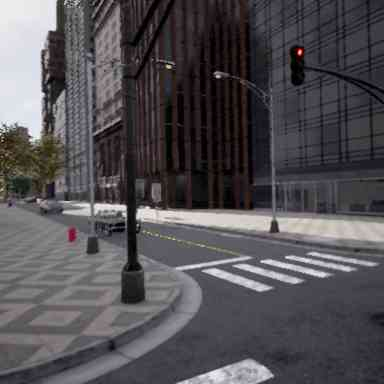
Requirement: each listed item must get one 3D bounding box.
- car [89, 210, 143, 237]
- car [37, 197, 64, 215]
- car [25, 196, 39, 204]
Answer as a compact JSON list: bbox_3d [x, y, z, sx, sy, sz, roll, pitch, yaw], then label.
[{"bbox_3d":[-4.589,1.775,19.670,1.895,1.301,4.718,-1,0,-31],"label":"car"},{"bbox_3d":[-16.799,1.710,39.801,2.097,1.767,4.553,-1,0,-31],"label":"car"},{"bbox_3d":[-40.716,2.191,84.985,1.882,1.535,5.008,-1,0,-31],"label":"car"}]
